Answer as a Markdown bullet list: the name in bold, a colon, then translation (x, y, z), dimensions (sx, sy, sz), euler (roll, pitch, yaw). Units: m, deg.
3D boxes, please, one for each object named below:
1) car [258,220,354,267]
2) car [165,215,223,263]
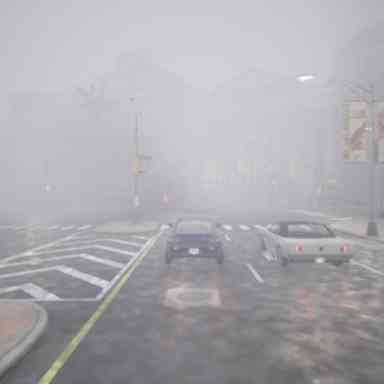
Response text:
- **car**: translation (3.574, 1.617, 11.478), dimensions (1.895, 1.301, 4.718), euler (0, 0, 0)
- **car**: translation (0.076, 1.542, 11.896), dimensions (1.812, 1.442, 4.674), euler (0, 0, 0)
